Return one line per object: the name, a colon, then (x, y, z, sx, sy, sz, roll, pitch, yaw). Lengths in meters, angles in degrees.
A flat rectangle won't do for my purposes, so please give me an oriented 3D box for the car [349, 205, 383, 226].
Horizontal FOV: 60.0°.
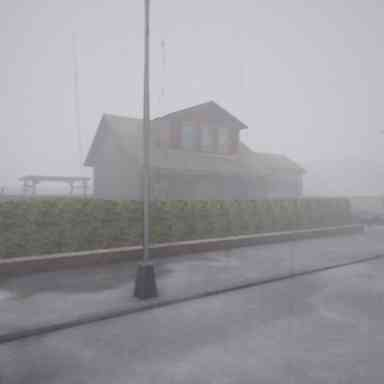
car: (9.984, 1.477, 22.532, 2.033, 1.415, 5.357, 0, 0, -33)
